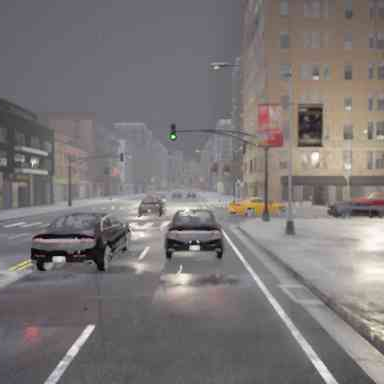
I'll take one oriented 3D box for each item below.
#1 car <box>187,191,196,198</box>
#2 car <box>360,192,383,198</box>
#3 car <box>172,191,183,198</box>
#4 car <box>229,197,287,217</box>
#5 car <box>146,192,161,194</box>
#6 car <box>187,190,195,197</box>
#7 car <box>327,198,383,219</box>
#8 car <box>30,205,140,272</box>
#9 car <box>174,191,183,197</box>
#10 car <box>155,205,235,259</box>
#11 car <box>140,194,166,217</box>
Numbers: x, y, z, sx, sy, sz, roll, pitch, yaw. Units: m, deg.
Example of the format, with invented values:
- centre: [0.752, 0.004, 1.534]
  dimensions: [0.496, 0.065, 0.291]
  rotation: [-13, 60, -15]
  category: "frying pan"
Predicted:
- centre: [-0.176, 0.531, 75.099]
  dimensions: [2.097, 1.767, 4.553]
  rotation: [0, 1, 0]
  category: "car"
- centre: [18.020, 0.931, 32.852]
  dimensions: [5.009, 1.841, 2.192]
  rotation: [0, 1, 0]
  category: "car"
- centre: [-3.426, 0.530, 75.058]
  dimensions: [2.097, 1.767, 4.553]
  rotation: [0, 1, 0]
  category: "car"
- centre: [5.440, 1.179, 27.142]
  dimensions: [5.008, 1.535, 1.882]
  rotation: [0, -1, -25]
  category: "car"
- centre: [-6.694, 0.755, 54.124]
  dimensions: [2.097, 1.767, 4.553]
  rotation: [0, 1, 0]
  category: "car"
- centre: [-0.199, 0.388, 85.131]
  dimensions: [1.882, 1.535, 5.008]
  rotation: [0, 1, 0]
  category: "car"
- centre: [12.341, 1.308, 24.844]
  dimensions: [4.313, 1.339, 1.947]
  rotation: [0, 1, 0]
  category: "car"
- centre: [-3.175, 1.372, 10.368]
  dimensions: [2.128, 1.511, 4.902]
  rotation: [0, 1, 0]
  category: "car"
- centre: [-3.449, 0.462, 85.124]
  dimensions: [1.994, 1.385, 4.181]
  rotation: [0, 1, 0]
  category: "car"
- centre: [0.075, 1.356, 11.923]
  dimensions: [2.128, 1.511, 4.902]
  rotation: [0, 1, 0]
  category: "car"
- centre: [-3.211, 1.184, 27.314]
  dimensions: [2.128, 1.511, 4.902]
  rotation: [0, 1, 0]
  category: "car"
